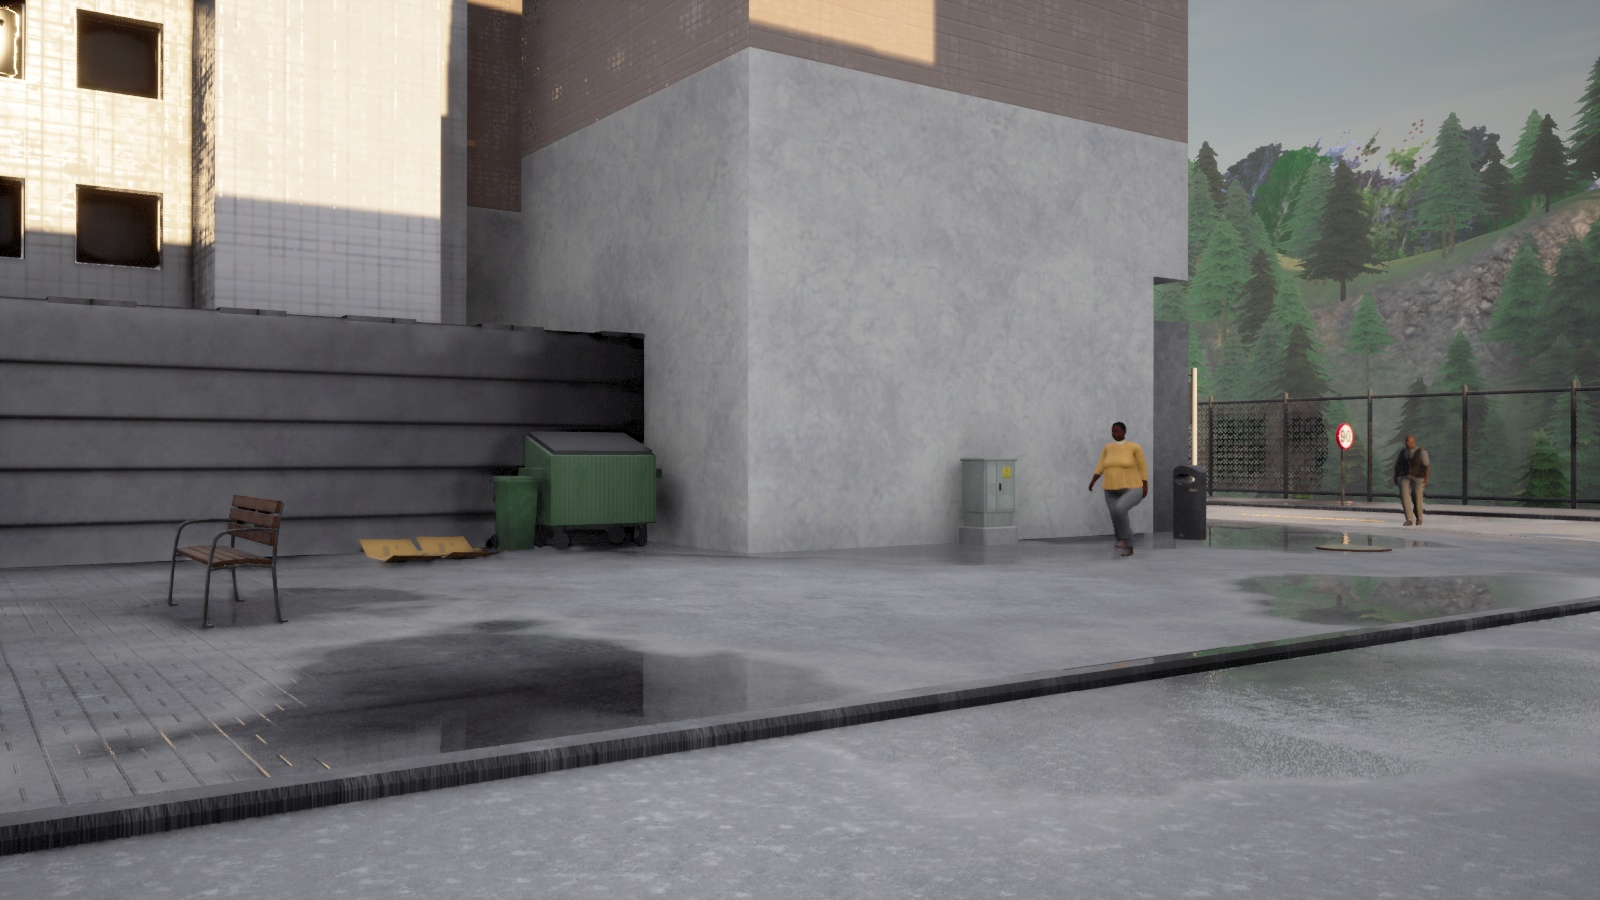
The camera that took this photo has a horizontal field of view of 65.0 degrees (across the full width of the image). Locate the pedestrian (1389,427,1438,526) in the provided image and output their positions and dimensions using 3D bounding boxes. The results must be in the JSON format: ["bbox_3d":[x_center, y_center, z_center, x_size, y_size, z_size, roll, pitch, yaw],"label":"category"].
[{"bbox_3d":[11.912,0.505,24.383,0.849,1.883,0.563,0,0,-42],"label":"pedestrian"}]

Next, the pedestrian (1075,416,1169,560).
[{"bbox_3d":[4.328,0.492,16.880,0.874,1.855,0.900,0,0,45],"label":"pedestrian"}]
